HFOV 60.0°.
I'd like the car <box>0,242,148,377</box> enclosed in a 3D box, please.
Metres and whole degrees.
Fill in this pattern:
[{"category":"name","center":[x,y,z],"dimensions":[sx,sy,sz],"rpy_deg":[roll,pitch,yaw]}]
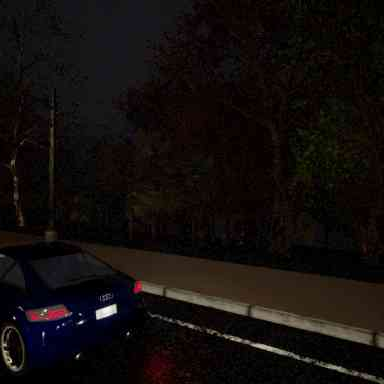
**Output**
[{"category":"car","center":[-2.747,1.563,5.628],"dimensions":[4.181,1.385,1.994],"rpy_deg":[0,0,37]}]
